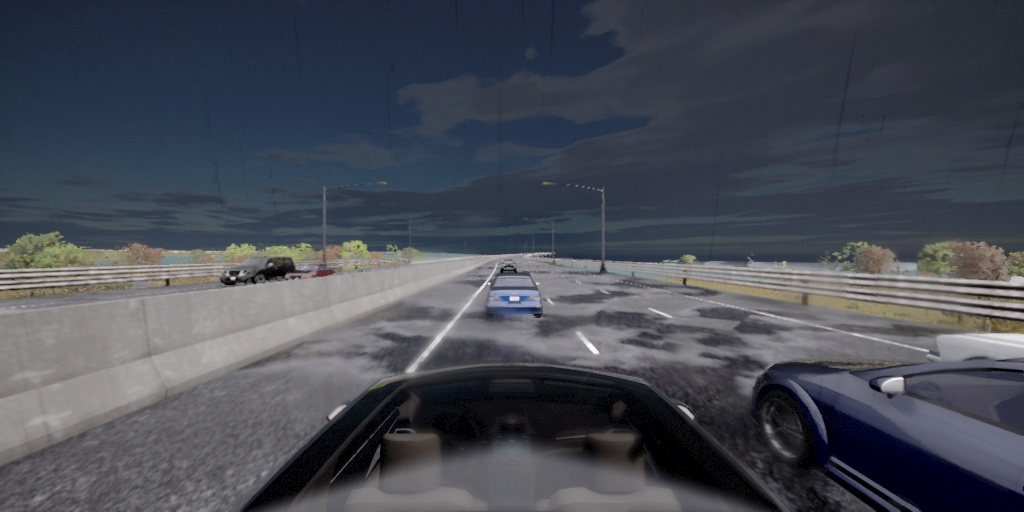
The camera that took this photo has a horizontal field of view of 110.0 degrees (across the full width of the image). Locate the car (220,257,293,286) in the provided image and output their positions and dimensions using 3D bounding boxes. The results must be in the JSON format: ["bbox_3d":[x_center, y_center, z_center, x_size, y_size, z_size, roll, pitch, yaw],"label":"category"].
[{"bbox_3d":[-17.672,1.063,25.420,2.150,2.045,5.566,0,0,-1],"label":"car"}]

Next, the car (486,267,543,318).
[{"bbox_3d":[0.053,1.297,13.018,2.033,1.411,5.357,0,0,0],"label":"car"}]

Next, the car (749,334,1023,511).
[{"bbox_3d":[3.591,1.314,2.208,1.994,1.385,4.181,0,0,0],"label":"car"}]

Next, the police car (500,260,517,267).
[{"bbox_3d":[-0.432,1.227,43.881,2.038,1.542,4.974,0,0,-1],"label":"police car"}]

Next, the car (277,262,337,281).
[{"bbox_3d":[-14.173,1.325,25.495,1.994,1.385,4.181,0,0,-1],"label":"car"}]

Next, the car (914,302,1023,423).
[{"bbox_3d":[7.093,1.350,3.120,1.895,1.301,4.718,0,0,0],"label":"car"}]
